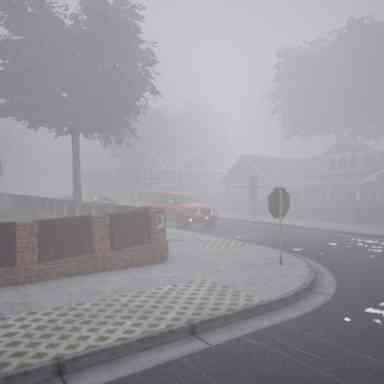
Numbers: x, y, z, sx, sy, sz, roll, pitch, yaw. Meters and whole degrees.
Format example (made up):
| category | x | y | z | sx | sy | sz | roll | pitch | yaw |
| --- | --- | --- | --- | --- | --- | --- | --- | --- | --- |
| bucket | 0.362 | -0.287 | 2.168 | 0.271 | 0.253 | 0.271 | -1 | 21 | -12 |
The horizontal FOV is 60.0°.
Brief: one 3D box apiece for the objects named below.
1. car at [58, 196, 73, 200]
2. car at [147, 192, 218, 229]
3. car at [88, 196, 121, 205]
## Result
| category | x | y | z | sx | sy | sz | roll | pitch | yaw |
| --- | --- | --- | --- | --- | --- | --- | --- | --- | --- |
| car | -15.281 | 1.104 | 40.758 | 1.895 | 1.301 | 4.718 | 0 | 1 | -35 |
| car | -0.788 | 1.020 | 20.332 | 2.150 | 2.045 | 5.566 | 0 | 1 | -36 |
| car | -8.063 | 1.145 | 30.564 | 2.128 | 1.511 | 4.902 | 0 | 1 | -35 |
